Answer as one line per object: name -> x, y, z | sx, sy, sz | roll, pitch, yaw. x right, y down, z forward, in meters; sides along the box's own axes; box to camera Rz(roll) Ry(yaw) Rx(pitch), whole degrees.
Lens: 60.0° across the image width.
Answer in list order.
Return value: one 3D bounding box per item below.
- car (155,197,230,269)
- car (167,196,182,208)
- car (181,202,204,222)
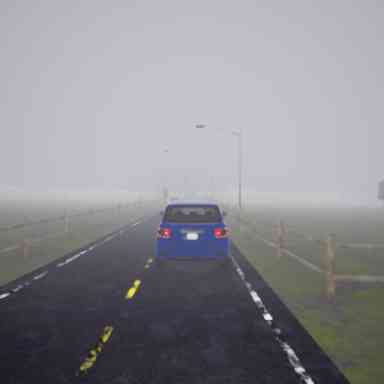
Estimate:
car -> 0.037, 1.270, 11.501 | 2.150, 2.045, 5.566 | 0, 0, 1
car -> -2.809, 1.578, 53.116 | 2.097, 1.767, 4.553 | 0, 0, 0
car -> 0.059, 1.642, 28.364 | 1.812, 1.442, 4.674 | 0, 0, 1
